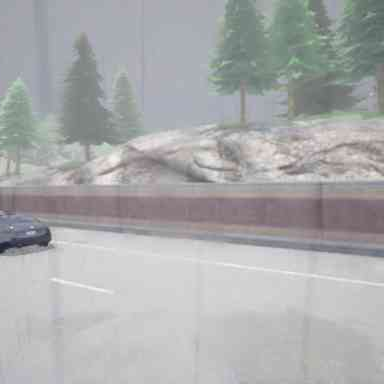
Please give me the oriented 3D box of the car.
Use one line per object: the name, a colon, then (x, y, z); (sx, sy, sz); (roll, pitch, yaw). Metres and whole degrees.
car: (-7.352, 1.417, 12.827); (4.181, 1.385, 1.994); (0, 1, 33)
